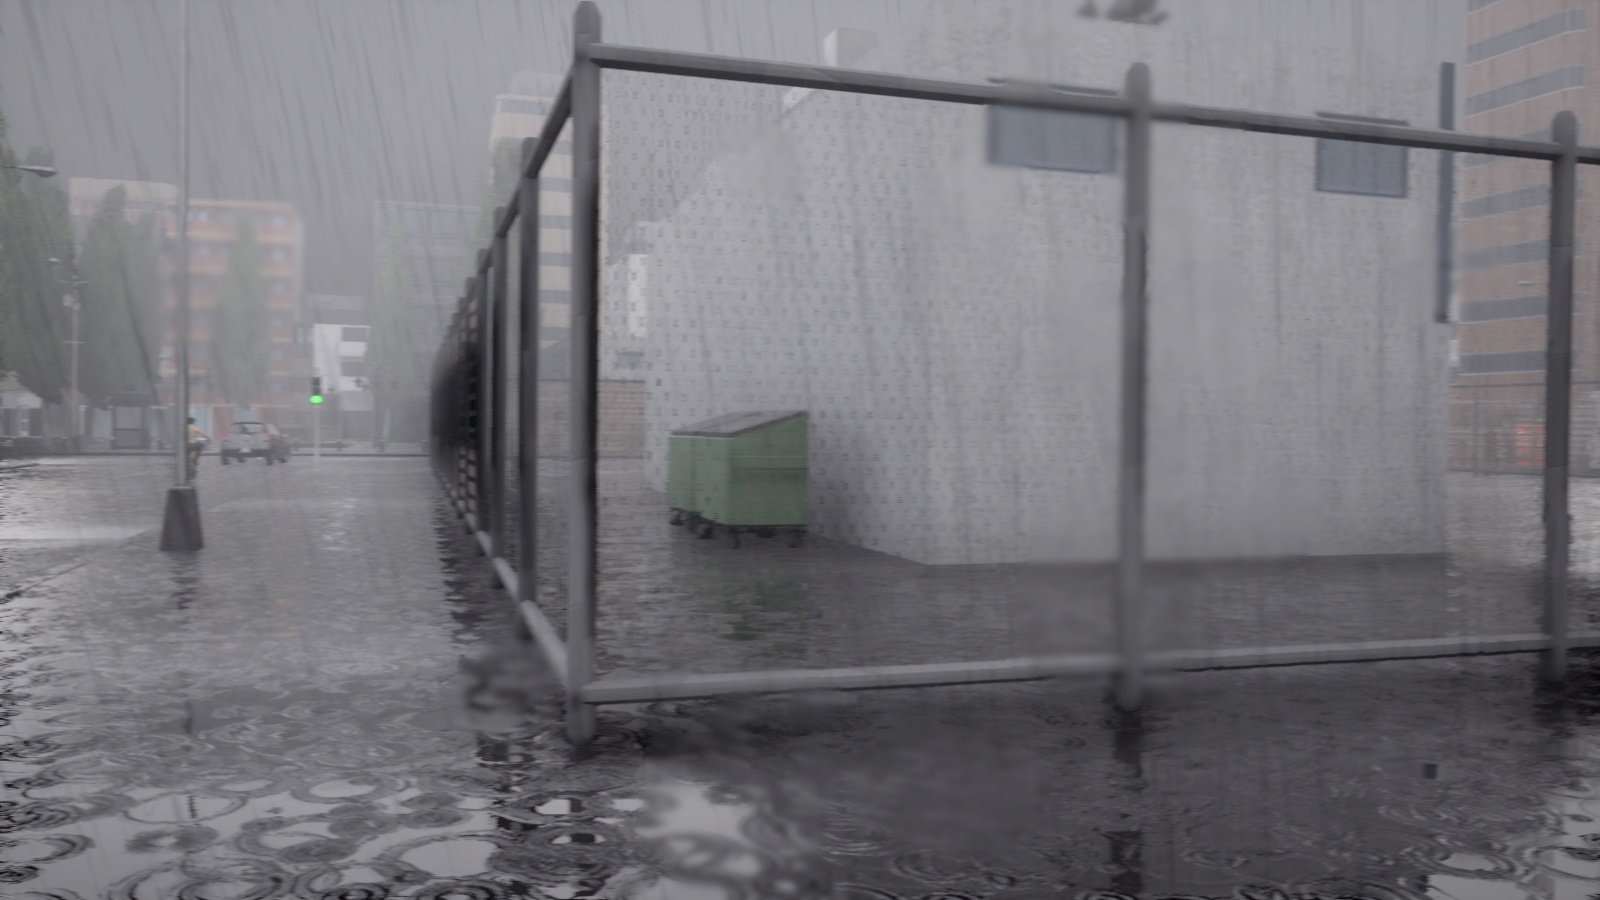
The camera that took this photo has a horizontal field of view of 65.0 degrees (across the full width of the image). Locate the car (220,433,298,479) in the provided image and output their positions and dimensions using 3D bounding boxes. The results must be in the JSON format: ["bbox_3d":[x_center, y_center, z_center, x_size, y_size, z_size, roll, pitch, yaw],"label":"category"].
[{"bbox_3d":[-19.020,0.181,44.289,1.845,1.501,3.633,-1,1,-12],"label":"car"}]

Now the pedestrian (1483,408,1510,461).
[{"bbox_3d":[24.119,-0.538,43.487,0.328,1.805,0.869,-1,1,-11],"label":"pedestrian"}]

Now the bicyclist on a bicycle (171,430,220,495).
[{"bbox_3d":[-15.427,0.293,32.085,0.866,1.612,1.509,-1,1,-17],"label":"bicyclist on a bicycle"}]
